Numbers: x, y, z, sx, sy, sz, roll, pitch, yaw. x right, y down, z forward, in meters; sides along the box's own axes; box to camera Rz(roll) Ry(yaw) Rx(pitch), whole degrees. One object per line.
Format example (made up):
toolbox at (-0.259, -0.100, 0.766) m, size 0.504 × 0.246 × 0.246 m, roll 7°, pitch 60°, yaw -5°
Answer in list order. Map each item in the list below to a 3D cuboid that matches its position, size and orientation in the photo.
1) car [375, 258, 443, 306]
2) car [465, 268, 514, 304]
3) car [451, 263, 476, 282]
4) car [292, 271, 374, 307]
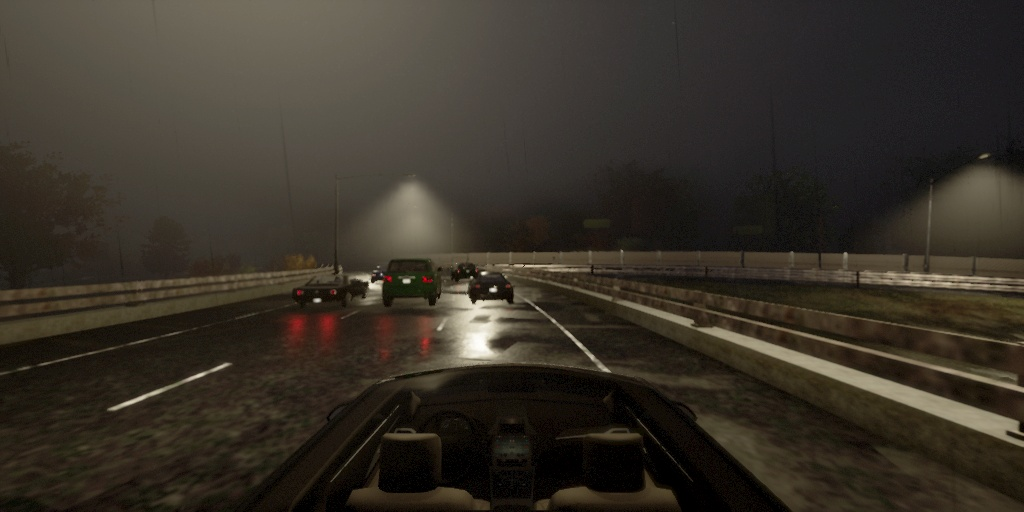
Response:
car at (-4.524, 1.111, 16.787) m, size 2.150 × 2.045 × 5.566 m, roll 0°, pitch 0°, yaw -8°
car at (-1.101, 1.464, 17.513) m, size 1.994 × 1.385 × 4.181 m, roll 0°, pitch -1°, yaw -8°
car at (-4.426, 1.399, 33.189) m, size 2.097 × 1.767 × 4.553 m, roll 0°, pitch -1°, yaw -16°
car at (-8.006, 1.493, 16.395) m, size 1.895 × 1.301 × 4.718 m, roll 0°, pitch -1°, yaw -8°
